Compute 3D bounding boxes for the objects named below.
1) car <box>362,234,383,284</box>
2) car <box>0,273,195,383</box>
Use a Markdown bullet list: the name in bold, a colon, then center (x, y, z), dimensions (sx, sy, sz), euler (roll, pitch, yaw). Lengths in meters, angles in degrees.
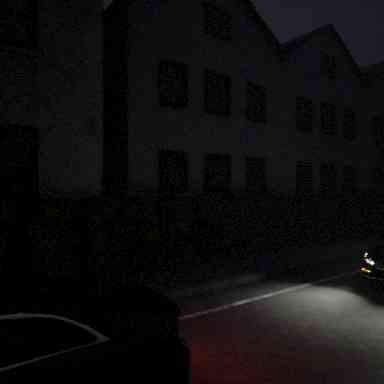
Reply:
- **car**: center (6.218, 1.485, 8.413), dimensions (4.892, 1.490, 1.837), euler (0, 0, -35)
- **car**: center (-2.280, 1.494, 2.356), dimensions (4.902, 1.511, 2.128), euler (0, 0, -35)
